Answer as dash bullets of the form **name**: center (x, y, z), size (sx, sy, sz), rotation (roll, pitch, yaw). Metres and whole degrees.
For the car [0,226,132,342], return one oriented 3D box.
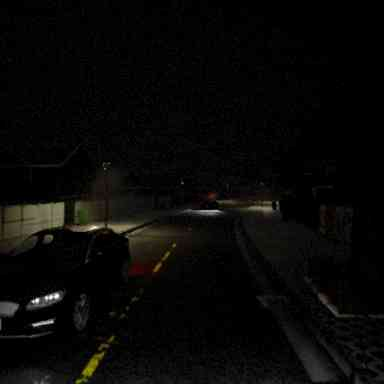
- **car**: center (-2.589, 1.515, 6.899), size (2.128, 1.511, 4.902), rotation (0, 0, 3)

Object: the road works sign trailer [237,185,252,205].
- **road works sign trailer**: center (9.479, 0.517, 59.316), size (2.380, 3.560, 2.880), rotation (1, 1, 21)

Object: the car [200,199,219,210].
- **car**: center (2.420, 1.630, 43.852), size (1.994, 1.385, 4.181), rotation (1, 0, 13)
